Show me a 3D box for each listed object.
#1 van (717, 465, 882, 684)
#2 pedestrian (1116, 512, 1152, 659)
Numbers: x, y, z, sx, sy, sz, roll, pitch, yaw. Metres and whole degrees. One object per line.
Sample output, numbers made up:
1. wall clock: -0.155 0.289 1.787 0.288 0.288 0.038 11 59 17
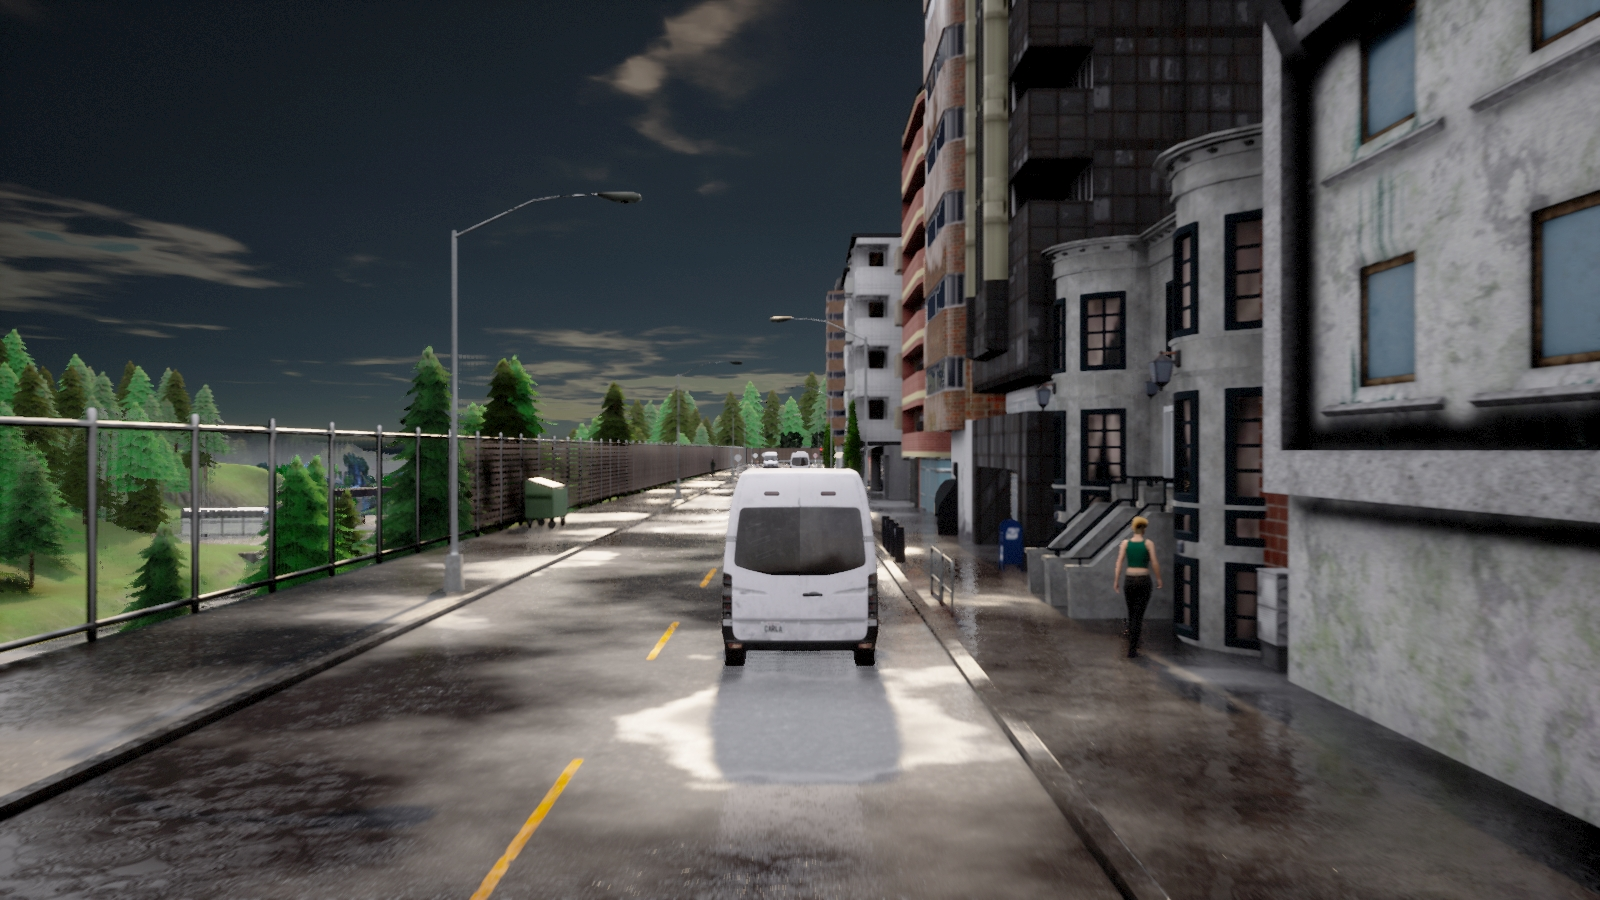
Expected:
1. van: -0.005 1.534 16.724 1.988 2.561 5.915 0 0 0
2. pedestrian: 4.350 1.744 14.868 0.375 1.860 0.375 0 0 31
